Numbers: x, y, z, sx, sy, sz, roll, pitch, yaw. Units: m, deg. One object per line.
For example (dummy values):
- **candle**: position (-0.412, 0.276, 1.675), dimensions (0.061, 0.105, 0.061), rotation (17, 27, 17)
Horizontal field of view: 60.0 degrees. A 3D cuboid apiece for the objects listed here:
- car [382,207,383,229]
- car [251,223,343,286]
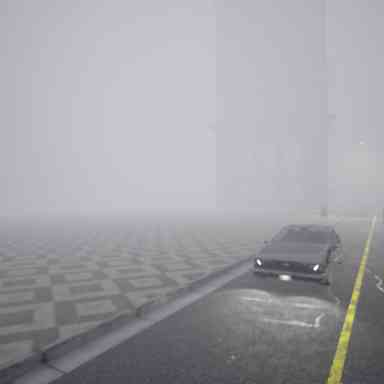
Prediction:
- **car**: position (13.210, 1.889, 21.104), dimensions (1.895, 1.301, 4.718), rotation (-1, -1, 30)
- **car**: position (3.526, 1.694, 10.272), dimensions (2.033, 1.411, 5.357), rotation (-1, -1, 29)
